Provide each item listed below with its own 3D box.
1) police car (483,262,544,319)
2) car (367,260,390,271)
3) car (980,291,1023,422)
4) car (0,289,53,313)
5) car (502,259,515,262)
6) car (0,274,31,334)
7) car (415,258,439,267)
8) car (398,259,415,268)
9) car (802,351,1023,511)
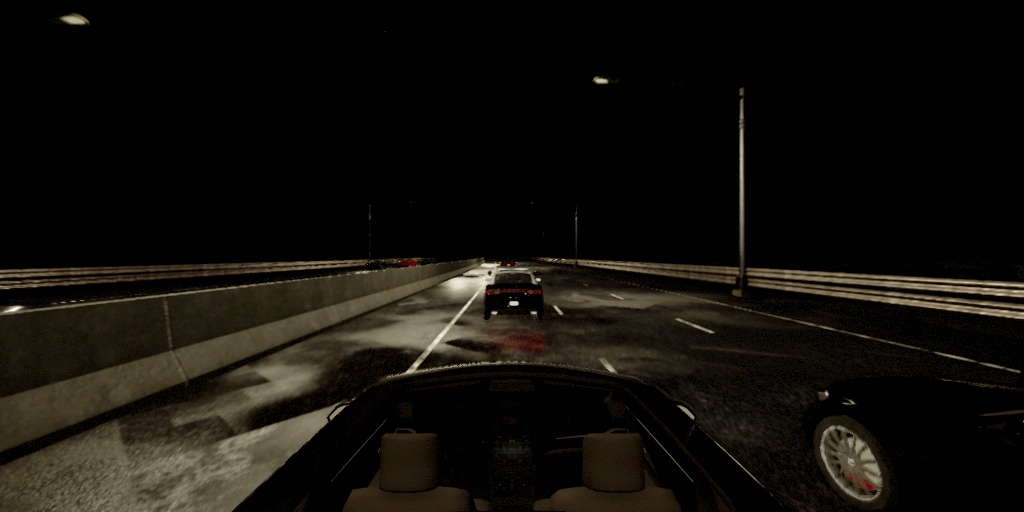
[{"bbox_3d":[0.044,1.174,13.015,1.930,1.638,5.238,0,0,0],"label":"police car"},{"bbox_3d":[-18.259,1.298,49.058,1.994,1.385,4.181,0,0,-1],"label":"car"},{"bbox_3d":[7.091,1.226,2.211,1.882,1.535,5.008,0,0,0],"label":"car"},{"bbox_3d":[-10.611,1.299,5.268,2.033,1.411,5.357,0,0,0],"label":"car"},{"bbox_3d":[-0.426,1.087,42.819,2.097,1.767,4.553,0,0,-1],"label":"car"},{"bbox_3d":[-14.122,1.243,7.286,2.128,1.511,4.902,0,0,0],"label":"car"},{"bbox_3d":[-11.250,1.084,48.524,2.097,1.767,4.553,0,0,-1],"label":"car"},{"bbox_3d":[-14.815,1.208,51.149,1.882,1.535,5.008,0,0,-1],"label":"car"},{"bbox_3d":[3.593,1.275,1.330,1.812,1.442,4.674,0,0,0],"label":"car"}]
